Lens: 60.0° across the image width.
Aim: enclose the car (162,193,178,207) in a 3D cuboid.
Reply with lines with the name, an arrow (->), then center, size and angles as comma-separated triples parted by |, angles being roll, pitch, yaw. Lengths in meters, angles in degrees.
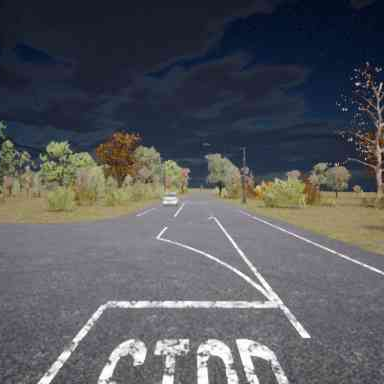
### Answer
car -> -3.248, 1.169, 50.965 | 2.150, 2.045, 5.566 | 0, 0, 0
